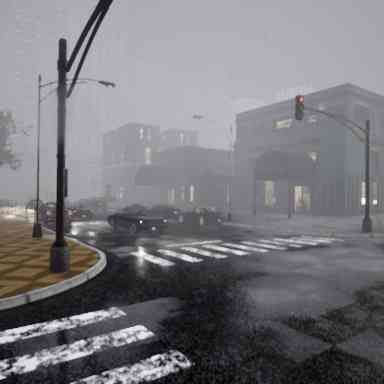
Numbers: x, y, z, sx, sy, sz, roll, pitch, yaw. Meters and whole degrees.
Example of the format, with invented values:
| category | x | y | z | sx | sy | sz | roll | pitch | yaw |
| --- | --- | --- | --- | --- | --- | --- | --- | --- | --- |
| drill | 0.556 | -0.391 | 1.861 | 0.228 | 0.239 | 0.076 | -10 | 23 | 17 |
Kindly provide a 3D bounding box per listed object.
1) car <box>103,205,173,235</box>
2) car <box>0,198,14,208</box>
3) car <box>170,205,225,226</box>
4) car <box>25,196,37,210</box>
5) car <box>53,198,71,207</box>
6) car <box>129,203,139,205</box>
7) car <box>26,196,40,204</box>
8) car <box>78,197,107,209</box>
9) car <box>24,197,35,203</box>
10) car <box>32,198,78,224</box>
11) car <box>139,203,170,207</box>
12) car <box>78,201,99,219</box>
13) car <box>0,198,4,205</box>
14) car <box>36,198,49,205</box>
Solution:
| category | x | y | z | sx | sy | sz | roll | pitch | yaw |
| --- | --- | --- | --- | --- | --- | --- | --- | --- | --- |
| car | -3.270 | 1.648 | 19.424 | 1.895 | 1.301 | 4.718 | 1 | -1 | -35 |
| car | -29.016 | 1.732 | 51.973 | 1.752 | 1.417 | 4.829 | 1 | -1 | -35 |
| car | 0.597 | 1.689 | 24.230 | 2.008 | 1.369 | 4.403 | 1 | -1 | -35 |
| car | -20.940 | 1.701 | 45.008 | 1.837 | 1.490 | 4.892 | 1 | -1 | -34 |
| car | -22.230 | 1.765 | 56.893 | 1.967 | 1.590 | 4.097 | 1 | -1 | -35 |
| car | -5.654 | 1.771 | 33.236 | 1.802 | 1.307 | 4.206 | 1 | -1 | -35 |
| car | -38.055 | 1.775 | 79.695 | 2.192 | 1.841 | 5.009 | 1 | -1 | -35 |
| car | -12.665 | 1.562 | 43.263 | 2.192 | 1.841 | 5.009 | 1 | -1 | -35 |
| car | -41.221 | 2.038 | 84.253 | 2.008 | 1.369 | 4.403 | 1 | -1 | -35 |
| car | -10.228 | 1.488 | 24.680 | 1.967 | 1.590 | 4.097 | 1 | -1 | -35 |
| car | -2.528 | 1.729 | 28.734 | 1.947 | 1.339 | 4.313 | 1 | -1 | -35 |
| car | -10.219 | 1.705 | 29.439 | 1.895 | 1.301 | 4.718 | 1 | -1 | -35 |
| car | -38.608 | 1.854 | 65.793 | 1.947 | 1.339 | 4.313 | 1 | -1 | -35 |
| car | -31.822 | 1.932 | 70.712 | 1.752 | 1.417 | 4.829 | 1 | -1 | -35 |
